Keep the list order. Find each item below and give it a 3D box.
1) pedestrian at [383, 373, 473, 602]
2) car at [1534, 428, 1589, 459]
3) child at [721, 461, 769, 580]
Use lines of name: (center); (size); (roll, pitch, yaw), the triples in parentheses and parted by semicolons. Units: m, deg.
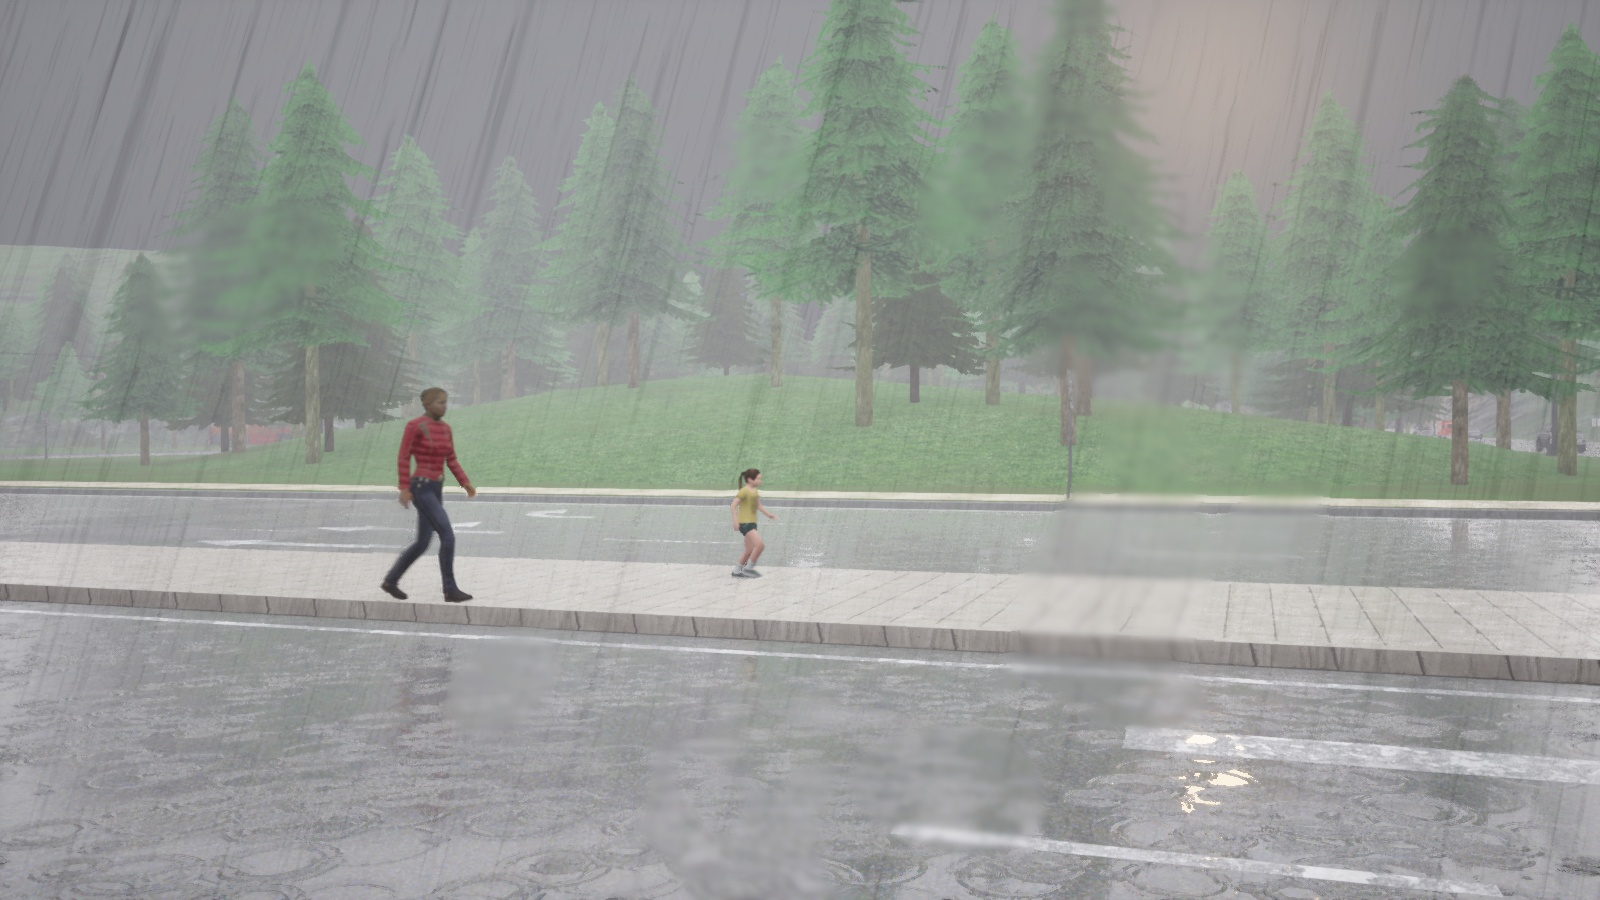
pedestrian: (-3.071, 0.300, 10.373); (0.636, 1.846, 0.331); (1, 1, 19)
car: (46.552, -0.412, 76.832); (1.932, 1.855, 4.605); (1, 1, 19)
child: (-0.523, 0.668, 12.006); (0.394, 1.110, 0.255); (0, 1, 15)
